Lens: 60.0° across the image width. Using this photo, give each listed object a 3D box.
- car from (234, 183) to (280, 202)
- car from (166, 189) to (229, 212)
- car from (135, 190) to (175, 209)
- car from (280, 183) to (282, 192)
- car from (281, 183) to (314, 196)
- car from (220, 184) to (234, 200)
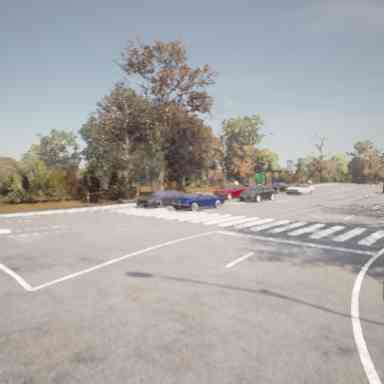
[{"bbox_3d":[6.502,0.123,32.839,1.837,1.490,4.892,3,5,40],"label":"car"},{"bbox_3d":[0.512,0.687,25.849,1.895,1.301,4.718,3,4,40],"label":"car"},{"bbox_3d":[-2.192,0.510,28.066,2.033,1.411,5.357,3,4,40],"label":"car"},{"bbox_3d":[11.210,-0.517,43.691,1.895,1.301,4.718,3,5,41],"label":"car"},{"bbox_3d":[13.126,-0.329,40.570,1.895,1.301,4.718,3,5,41],"label":"car"},{"bbox_3d":[4.189,-0.060,35.507,1.882,1.535,5.008,3,5,40],"label":"car"}]
